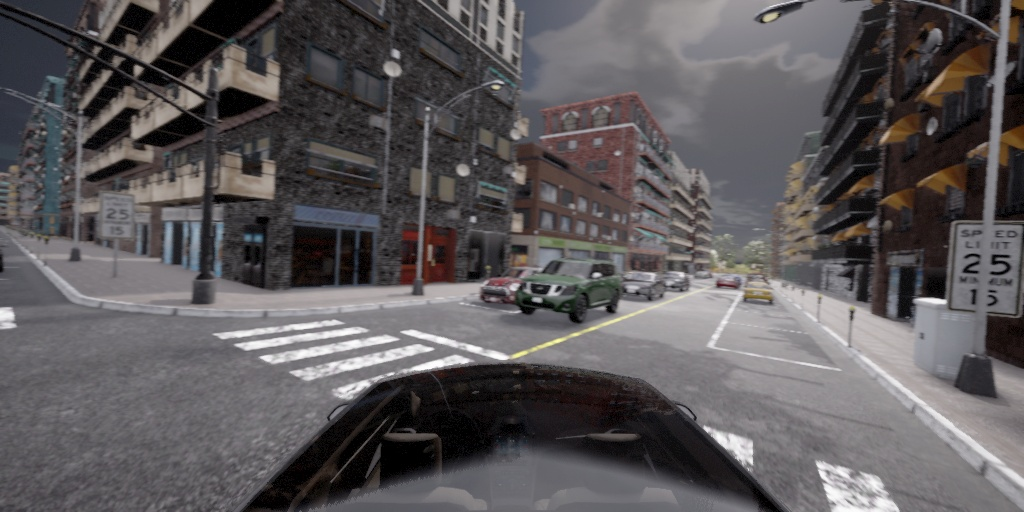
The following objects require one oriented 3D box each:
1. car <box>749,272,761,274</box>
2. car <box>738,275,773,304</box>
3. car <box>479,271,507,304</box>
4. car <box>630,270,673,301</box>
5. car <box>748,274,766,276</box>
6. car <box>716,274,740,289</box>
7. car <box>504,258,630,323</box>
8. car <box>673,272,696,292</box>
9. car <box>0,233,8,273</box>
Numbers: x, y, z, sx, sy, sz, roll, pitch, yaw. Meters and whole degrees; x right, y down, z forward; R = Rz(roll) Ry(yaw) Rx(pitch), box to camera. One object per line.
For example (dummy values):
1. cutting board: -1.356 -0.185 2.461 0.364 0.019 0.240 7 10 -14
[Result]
1. car: 25.841 2.733 37.956 2.192 1.841 5.009 0 0 34
2. car: 16.660 2.345 24.377 1.751 1.417 4.829 0 0 34
3. car: 0.389 1.179 15.123 1.967 1.591 4.097 0 0 34
4. car: 7.880 1.724 21.544 2.128 1.511 4.902 4 0 34
5. car: 22.859 2.745 33.514 1.751 1.417 4.829 0 0 34
6. car: 23.559 2.822 39.155 1.994 1.385 4.181 4 0 35
7. car: 2.333 1.097 13.273 2.150 2.045 5.566 4 0 34
8. car: 13.706 2.100 30.181 2.128 1.511 4.902 4 0 34
9. car: -20.468 -0.129 13.368 4.313 1.339 1.948 0 0 35
